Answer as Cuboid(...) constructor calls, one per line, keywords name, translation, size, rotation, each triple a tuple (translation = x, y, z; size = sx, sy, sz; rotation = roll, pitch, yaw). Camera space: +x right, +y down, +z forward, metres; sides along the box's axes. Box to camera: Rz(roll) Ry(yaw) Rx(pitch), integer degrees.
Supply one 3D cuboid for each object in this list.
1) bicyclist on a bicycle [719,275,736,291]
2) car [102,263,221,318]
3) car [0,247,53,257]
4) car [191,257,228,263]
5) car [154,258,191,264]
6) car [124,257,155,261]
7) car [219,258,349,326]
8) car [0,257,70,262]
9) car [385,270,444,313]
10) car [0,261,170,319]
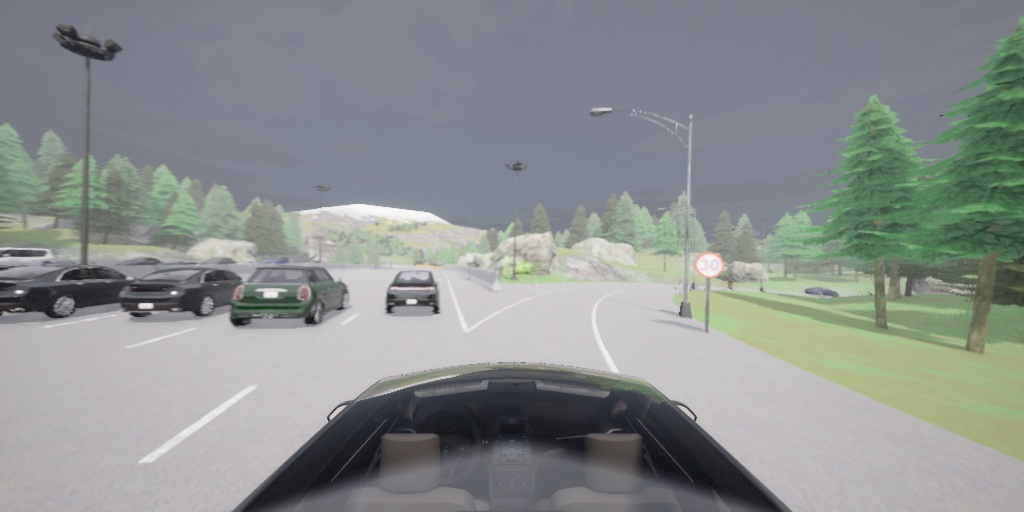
Cuboid(name="bicyclist on a bicycle", translation=(23.461, 2.926, 39.006), size=(0.582, 1.620, 1.656), rotation=(5, -1, -37))
Cuboid(name="car", translation=(-10.514, 1.134, 12.215), size=(1.837, 1.490, 4.892), rotation=(2, -1, -11))
Cuboid(name="car", translation=(-34.502, 0.412, 24.189), size=(2.150, 2.045, 5.566), rotation=(2, -1, -11))
Cuboid(name="car", translation=(-34.447, 0.901, 41.962), size=(2.097, 1.767, 4.553), rotation=(1, -1, -11))
Cuboid(name="car", translation=(-37.852, 1.062, 41.164), size=(1.895, 1.301, 4.718), rotation=(1, -1, -11))
Cuboid(name="car", translation=(-41.144, 0.867, 39.777), size=(1.837, 1.490, 4.892), rotation=(1, -1, -11))
Cuboid(name="car", translation=(-6.805, 1.067, 11.572), size=(2.097, 1.767, 4.553), rotation=(2, -1, -12))
Cuboid(name="car", translation=(-30.832, 0.875, 23.606), size=(1.895, 1.301, 4.718), rotation=(2, -1, -11))
Cuboid(name="car", translation=(-3.789, 1.307, 14.238), size=(2.128, 1.511, 4.902), rotation=(1, 0, -11))
Cuboid(name="car", translation=(-13.928, 1.033, 11.436), size=(1.837, 1.490, 4.892), rotation=(2, -1, -11))
